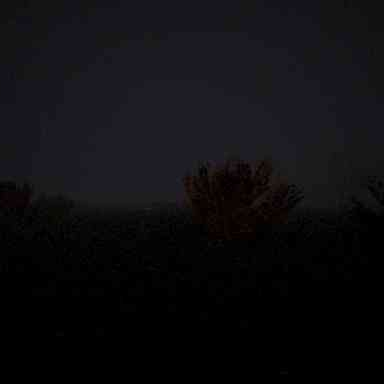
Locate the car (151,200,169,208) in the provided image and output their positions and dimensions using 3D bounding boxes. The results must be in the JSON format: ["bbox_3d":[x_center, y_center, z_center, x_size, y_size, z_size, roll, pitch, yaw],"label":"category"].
[{"bbox_3d":[-5.550,2.118,60.291,1.994,1.385,4.181,-1,-1,36],"label":"car"}]

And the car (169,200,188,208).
[{"bbox_3d":[-1.149,2.070,60.278,2.033,1.411,5.357,-1,-1,37],"label":"car"}]
